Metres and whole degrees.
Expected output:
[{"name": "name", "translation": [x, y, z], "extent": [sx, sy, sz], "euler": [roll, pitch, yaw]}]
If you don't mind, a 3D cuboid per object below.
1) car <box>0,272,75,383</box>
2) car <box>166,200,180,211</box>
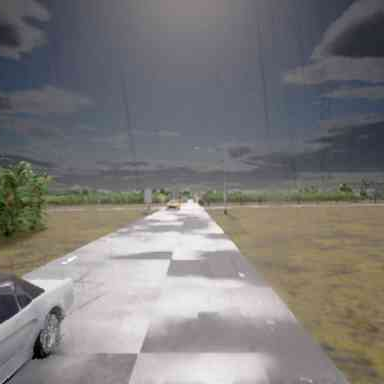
[{"name": "car", "translation": [-2.849, 1.613, 3.229], "extent": [1.895, 1.301, 4.718], "euler": [0, 0, 0]}, {"name": "car", "translation": [-2.755, 1.982, 49.955], "extent": [1.882, 1.535, 5.008], "euler": [0, -1, 0]}]
